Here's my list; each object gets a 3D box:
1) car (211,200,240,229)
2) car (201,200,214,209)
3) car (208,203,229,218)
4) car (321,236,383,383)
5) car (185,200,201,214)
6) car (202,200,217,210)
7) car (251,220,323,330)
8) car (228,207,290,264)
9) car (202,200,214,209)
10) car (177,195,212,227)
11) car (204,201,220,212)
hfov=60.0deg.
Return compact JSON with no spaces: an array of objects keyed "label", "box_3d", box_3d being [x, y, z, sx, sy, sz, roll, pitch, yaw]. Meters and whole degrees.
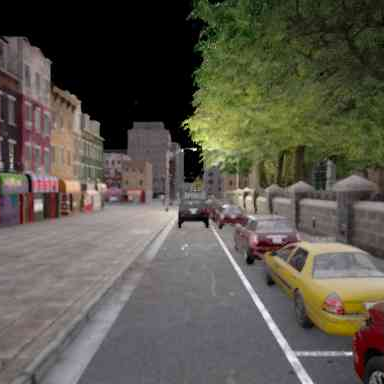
[{"label":"car","box_3d":[2.630,1.615,23.093,1.967,1.590,4.097,-1,-1,0]},{"label":"car","box_3d":[2.672,2.065,57.477,2.008,1.369,4.403,-1,-1,0]},{"label":"car","box_3d":[2.637,1.854,33.992,1.802,1.307,4.206,-1,-1,0]},{"label":"car","box_3d":[2.620,1.325,1.292,2.192,1.841,5.009,-1,0,0]},{"label":"car","box_3d":[0.115,1.853,41.945,1.837,1.490,4.892,0,-1,0]},{"label":"car","box_3d":[2.642,1.987,50.342,2.008,1.369,4.403,-1,-1,0]},{"label":"car","box_3d":[2.626,1.574,6.911,1.752,1.417,4.829,-1,0,0]},{"label":"car","box_3d":[2.626,1.528,12.193,1.967,1.590,4.097,-1,0,0]},{"label":"car","box_3d":[2.695,2.018,55.503,1.752,1.417,4.829,-1,-1,0]},{"label":"car","box_3d":[0.104,1.409,24.415,2.150,2.045,5.566,0,0,0]},{"label":"car","box_3d":[2.640,1.945,44.892,1.947,1.339,4.313,-1,-1,0]}]
